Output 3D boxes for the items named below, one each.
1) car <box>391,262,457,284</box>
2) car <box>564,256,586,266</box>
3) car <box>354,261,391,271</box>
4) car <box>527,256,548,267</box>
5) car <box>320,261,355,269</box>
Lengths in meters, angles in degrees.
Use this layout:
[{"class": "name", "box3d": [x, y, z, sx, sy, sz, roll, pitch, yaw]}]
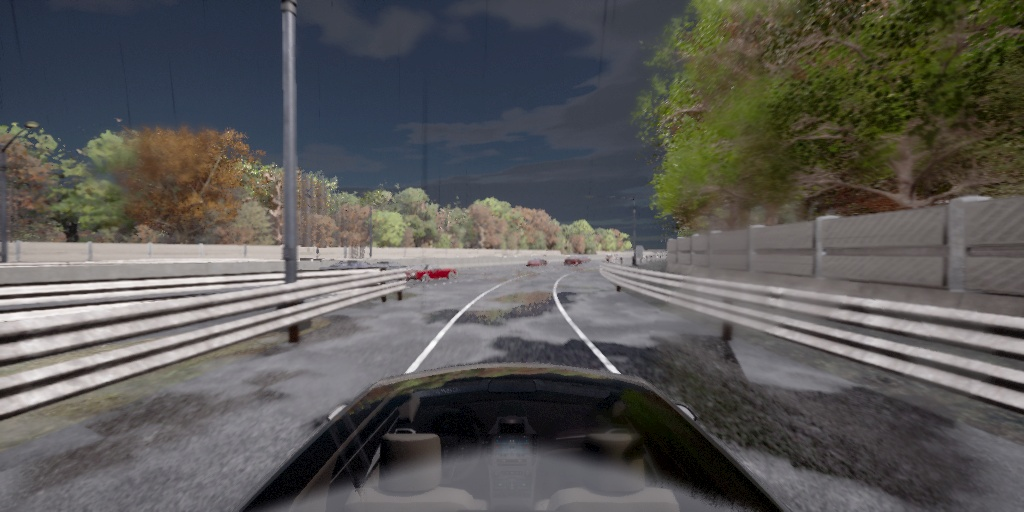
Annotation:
[{"class": "car", "box3d": [-5.896, 1.177, 25.254, 1.895, 1.301, 4.718, 1, 1, 26]}, {"class": "car", "box3d": [9.810, 0.777, 57.002, 1.882, 1.535, 5.008, 0, 0, 26]}, {"class": "car", "box3d": [-9.108, 1.118, 26.656, 1.994, 1.385, 4.181, 0, 0, 26]}, {"class": "car", "box3d": [3.840, 0.915, 52.858, 1.994, 1.385, 4.181, 0, 0, 26]}, {"class": "car", "box3d": [-12.292, 1.109, 28.119, 2.033, 1.411, 5.357, 0, 0, 26]}]
